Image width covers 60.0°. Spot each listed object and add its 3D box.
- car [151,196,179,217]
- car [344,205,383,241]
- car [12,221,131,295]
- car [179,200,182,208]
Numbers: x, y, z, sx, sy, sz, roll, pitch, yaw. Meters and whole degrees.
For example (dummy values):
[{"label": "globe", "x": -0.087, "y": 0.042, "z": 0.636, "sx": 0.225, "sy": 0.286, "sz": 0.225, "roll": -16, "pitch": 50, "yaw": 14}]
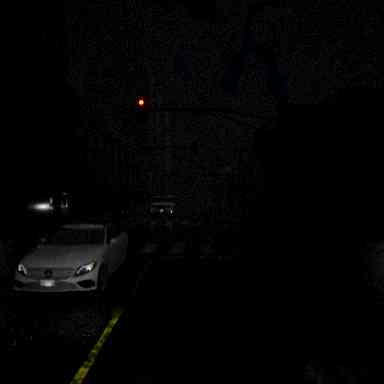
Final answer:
[{"label": "car", "x": -2.796, "y": 1.392, "z": 33.349, "sx": 2.150, "sy": 2.045, "sz": 5.566, "roll": 0, "pitch": 0, "yaw": 0}, {"label": "car", "x": 10.842, "y": 1.642, "z": 17.862, "sx": 5.009, "sy": 1.841, "sz": 2.192, "roll": 1, "pitch": -1, "yaw": 0}, {"label": "car", "x": -2.838, "y": 1.543, "z": 8.886, "sx": 1.812, "sy": 1.442, "sz": 4.674, "roll": 0, "pitch": 0, "yaw": 0}, {"label": "car", "x": -2.745, "y": 1.987, "z": 56.566, "sx": 2.033, "sy": 1.411, "sz": 5.357, "roll": 0, "pitch": -1, "yaw": 0}]
